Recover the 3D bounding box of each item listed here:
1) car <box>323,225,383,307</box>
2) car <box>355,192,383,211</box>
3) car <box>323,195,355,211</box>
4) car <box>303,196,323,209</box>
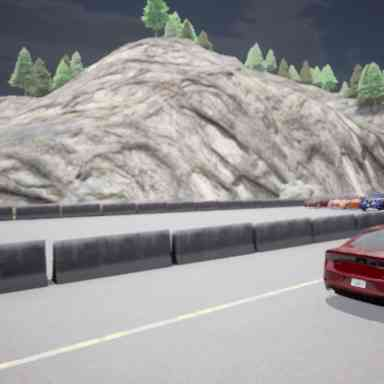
[{"bbox_3d":[4.929,1.431,7.263,5.008,1.535,1.882,0,0,-35],"label":"car"},{"bbox_3d":[20.318,1.009,35.665,5.566,2.045,2.150,0,0,-35],"label":"car"},{"bbox_3d":[17.565,1.144,38.001,4.553,1.767,2.097,0,0,-35],"label":"car"},{"bbox_3d":[15.824,1.268,41.057,5.008,1.535,1.882,0,0,-35],"label":"car"}]
